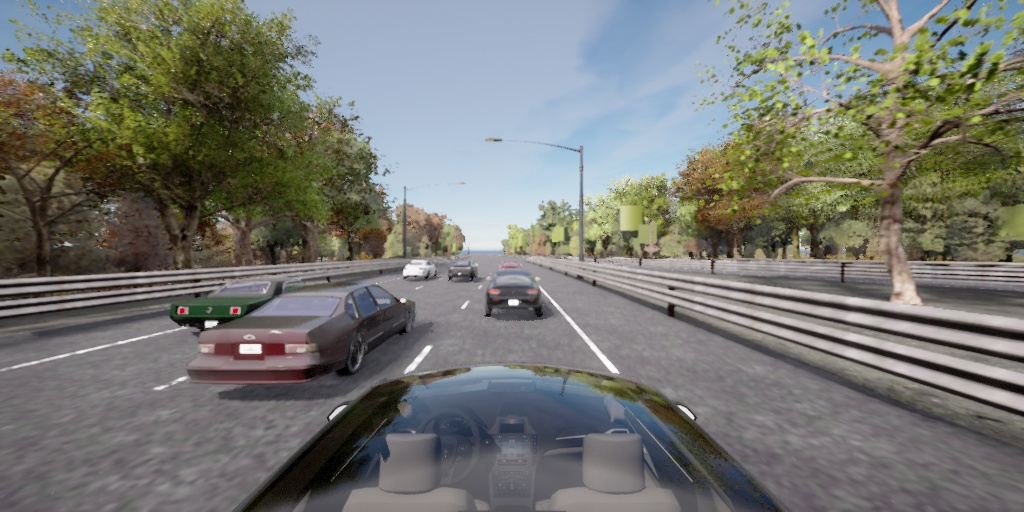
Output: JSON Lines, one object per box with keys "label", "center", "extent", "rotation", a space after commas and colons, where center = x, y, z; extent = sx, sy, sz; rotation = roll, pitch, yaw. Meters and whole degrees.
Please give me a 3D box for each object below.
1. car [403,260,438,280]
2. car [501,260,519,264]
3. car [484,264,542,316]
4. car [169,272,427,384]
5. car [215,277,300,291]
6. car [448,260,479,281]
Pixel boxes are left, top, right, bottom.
{"label": "car", "center": [-7.159, 1.047, 28.107], "extent": [1.812, 1.442, 4.674], "rotation": [0, 0, -1]}
{"label": "car", "center": [-0.161, 1.043, 28.224], "extent": [1.812, 1.442, 4.674], "rotation": [0, 0, -1]}
{"label": "car", "center": [0.035, 1.174, 12.767], "extent": [1.812, 1.442, 4.674], "rotation": [0, 1, 0]}
{"label": "car", "center": [-3.451, 1.247, 7.250], "extent": [2.033, 1.411, 5.357], "rotation": [0, 1, 0]}
{"label": "car", "center": [-6.954, 1.272, 10.524], "extent": [1.895, 1.301, 4.718], "rotation": [0, 1, 0]}
{"label": "car", "center": [-3.642, 1.019, 27.115], "extent": [2.128, 1.511, 4.902], "rotation": [0, 0, -1]}
